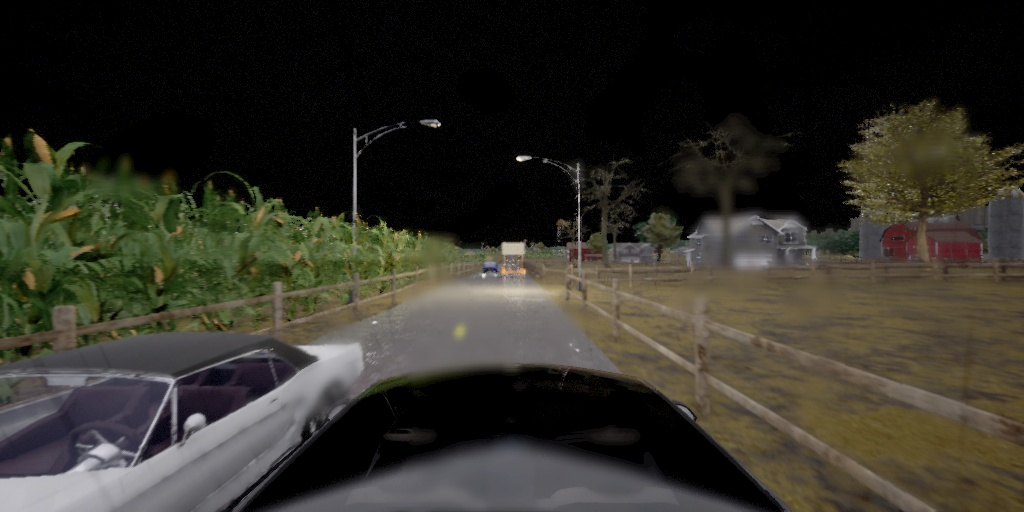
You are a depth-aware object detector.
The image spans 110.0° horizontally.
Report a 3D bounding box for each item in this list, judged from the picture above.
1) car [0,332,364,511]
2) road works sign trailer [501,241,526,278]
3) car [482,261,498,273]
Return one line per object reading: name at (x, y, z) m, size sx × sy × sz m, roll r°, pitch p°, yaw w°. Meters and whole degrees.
car at (-2.851, 1.351, 2.430) m, size 1.895 × 1.301 × 4.718 m, roll 0°, pitch 0°, yaw 0°
road works sign trailer at (0.120, 0.310, 35.937) m, size 2.380 × 3.560 × 2.880 m, roll 0°, pitch 0°, yaw -5°
car at (-2.822, 1.399, 47.211) m, size 1.882 × 1.535 × 5.008 m, roll 0°, pitch -1°, yaw 0°
